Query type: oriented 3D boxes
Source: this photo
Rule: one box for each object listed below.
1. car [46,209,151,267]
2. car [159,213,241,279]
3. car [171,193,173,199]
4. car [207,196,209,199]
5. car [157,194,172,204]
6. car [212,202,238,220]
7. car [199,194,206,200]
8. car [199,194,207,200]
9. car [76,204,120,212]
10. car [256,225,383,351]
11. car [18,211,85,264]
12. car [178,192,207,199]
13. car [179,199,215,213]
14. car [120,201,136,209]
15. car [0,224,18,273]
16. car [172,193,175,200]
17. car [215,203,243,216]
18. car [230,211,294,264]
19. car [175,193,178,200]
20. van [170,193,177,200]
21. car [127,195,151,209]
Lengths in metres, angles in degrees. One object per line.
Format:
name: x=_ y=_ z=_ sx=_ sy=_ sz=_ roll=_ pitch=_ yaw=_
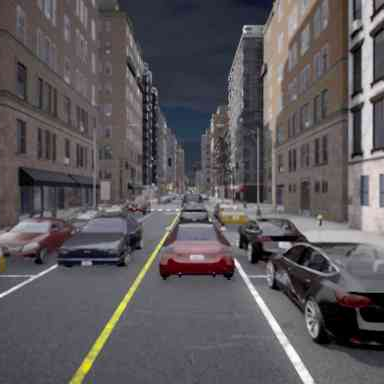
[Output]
car: x=-2.825 y=1.532 z=11.592 sx=2.033 sy=1.411 sz=5.357 roll=0 pitch=0 yaw=0
car: x=0.121 y=1.550 z=10.073 sx=1.994 sy=1.385 sz=4.181 roll=0 pitch=0 yaw=0
car: x=-5.230 y=1.425 z=65.218 sx=1.887 sy=1.381 sz=4.507 roll=0 pitch=0 yaw=0
car: x=2.823 y=1.296 z=76.098 sx=1.967 sy=1.590 sz=4.097 roll=0 pitch=0 yaw=0
car: x=-5.243 y=1.443 z=59.763 sx=2.008 sy=1.369 sz=4.403 roll=0 pitch=0 yaw=0
car: x=2.702 y=1.536 z=27.858 sx=1.802 sy=1.307 sz=4.206 roll=0 pitch=0 yaw=0
car: x=2.863 y=1.362 z=92.461 sx=1.887 sy=1.381 sz=4.507 roll=0 pitch=0 yaw=0
car: x=2.850 y=1.270 z=87.007 sx=1.967 sy=1.590 sz=4.097 roll=0 pitch=0 yaw=0
car: x=-5.350 y=1.525 z=17.062 sx=2.008 sy=1.369 sz=4.403 roll=0 pitch=0 yaw=0
car: x=2.648 y=1.558 z=6.207 sx=1.947 sy=1.339 sz=4.313 roll=0 pitch=0 yaw=0
car: x=-5.363 y=1.566 z=11.649 sx=1.802 sy=1.307 sz=4.206 roll=0 pitch=0 yaw=0
car: x=0.077 y=1.168 z=32.153 sx=2.150 sy=2.045 sz=5.566 roll=0 pitch=0 yaw=0
car: x=0.150 y=1.457 z=22.227 sx=2.128 sy=1.511 sz=4.902 roll=0 pitch=0 yaw=0
car: x=-5.336 y=1.515 z=22.475 sx=2.008 sy=1.369 sz=4.403 roll=0 pitch=0 yaw=0
car: x=-5.377 y=1.517 z=6.066 sx=1.752 sy=1.417 sz=4.829 roll=0 pitch=0 yaw=0
car: x=-5.216 y=1.394 z=70.501 sx=1.752 sy=1.417 sz=4.829 roll=0 pitch=0 yaw=0
car: x=2.689 y=1.490 z=22.616 sx=1.752 sy=1.417 sz=4.829 roll=0 pitch=0 yaw=0
car: x=2.662 y=1.550 z=11.620 sx=1.947 sy=1.339 sz=4.313 roll=0 pitch=0 yaw=0
car: x=-5.175 y=1.396 z=87.033 sx=1.947 sy=1.339 sz=4.313 roll=0 pitch=0 yaw=0
van: x=-5.161 y=1.158 z=92.486 sx=1.690 sy=1.788 sz=3.998 roll=0 pitch=0 yaw=0
car: x=-5.309 y=1.259 z=33.300 sx=2.192 sy=1.841 sz=5.009 roll=0 pitch=0 yaw=0
